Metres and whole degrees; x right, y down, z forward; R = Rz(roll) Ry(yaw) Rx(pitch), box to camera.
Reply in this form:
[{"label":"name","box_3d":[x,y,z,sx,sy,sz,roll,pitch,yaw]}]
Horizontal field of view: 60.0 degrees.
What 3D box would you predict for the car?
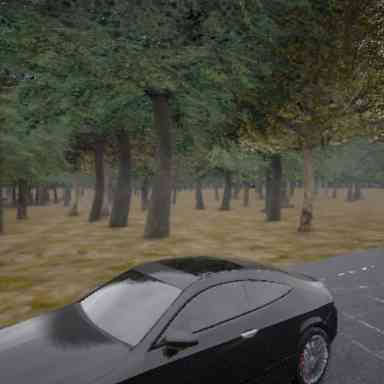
[{"label":"car","box_3d":[-0.174,1.539,3.754,4.674,1.442,1.812,0,0,-36]}]
